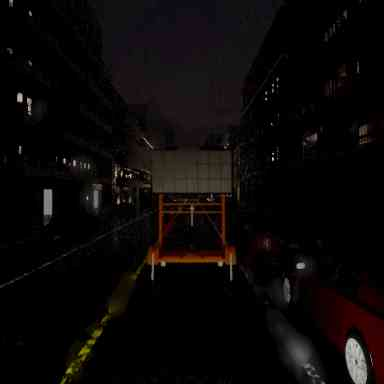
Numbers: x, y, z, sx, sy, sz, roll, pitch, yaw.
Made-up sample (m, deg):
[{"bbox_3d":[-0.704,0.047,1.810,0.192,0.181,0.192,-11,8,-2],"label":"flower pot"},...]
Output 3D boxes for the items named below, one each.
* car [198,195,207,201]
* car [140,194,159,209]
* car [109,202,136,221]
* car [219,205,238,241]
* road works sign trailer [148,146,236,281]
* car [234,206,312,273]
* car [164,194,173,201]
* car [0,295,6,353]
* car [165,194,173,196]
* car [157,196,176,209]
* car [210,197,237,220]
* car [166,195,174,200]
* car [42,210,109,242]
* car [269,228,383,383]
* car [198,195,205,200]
[{"bbox_3d":[2.580,1.500,78.483,1.752,1.417,4.829,0,0,0],"label":"car"},{"bbox_3d":[-5.752,1.431,44.487,1.967,1.590,4.097,0,0,0],"label":"car"},{"bbox_3d":[-5.728,1.522,27.407,1.752,1.417,4.829,0,0,0],"label":"car"},{"bbox_3d":[2.669,1.550,16.313,2.008,1.369,4.403,0,0,0],"label":"car"},{"bbox_3d":[0.001,0.464,9.822,2.380,3.560,2.880,0,0,0],"label":"road works sign trailer"},{"bbox_3d":[2.677,1.440,10.677,1.967,1.590,4.097,0,0,0],"label":"car"},{"bbox_3d":[-5.808,1.412,83.941,1.967,1.590,4.097,0,0,0],"label":"car"},{"bbox_3d":[-3.103,1.491,1.931,2.128,1.511,4.902,0,0,0],"label":"car"},{"bbox_3d":[-5.799,1.290,78.305,2.192,1.841,5.009,0,0,0],"label":"car"},{"bbox_3d":[-3.161,1.554,44.522,1.994,1.385,4.181,0,0,0],"label":"car"},{"bbox_3d":[2.654,1.311,27.586,2.192,1.841,5.009,0,0,0],"label":"car"},{"bbox_3d":[-5.816,1.513,89.578,1.887,1.381,4.507,0,0,0],"label":"car"},{"bbox_3d":[-5.712,1.565,16.304,1.947,1.339,4.313,0,0,0],"label":"car"},{"bbox_3d":[2.685,1.545,5.040,1.887,1.381,4.507,0,0,0],"label":"car"},{"bbox_3d":[2.564,1.513,89.586,1.887,1.381,4.507,0,0,0],"label":"car"}]
